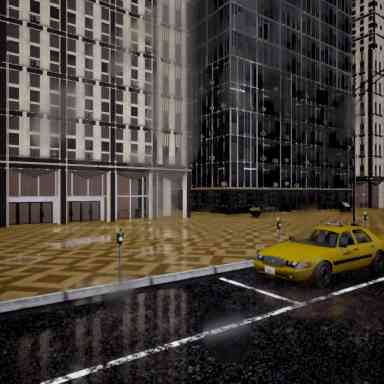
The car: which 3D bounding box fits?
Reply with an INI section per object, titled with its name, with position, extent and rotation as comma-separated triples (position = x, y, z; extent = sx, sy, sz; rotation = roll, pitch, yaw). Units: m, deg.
[car]
position = 3.800, 1.526, 9.253
extent = 4.829, 1.417, 1.752
rotation = 0, 0, -35
